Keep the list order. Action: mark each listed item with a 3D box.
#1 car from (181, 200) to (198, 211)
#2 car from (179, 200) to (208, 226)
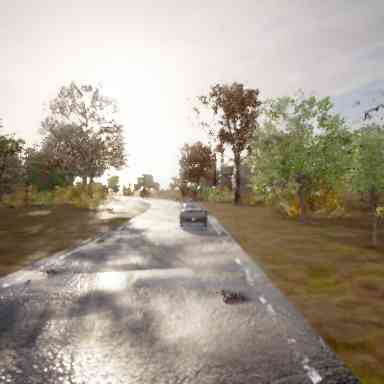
[{"bbox_3d":[-0.419,1.656,41.843,1.895,1.301,4.718,0,0,-3],"label":"car"},{"bbox_3d":[0.091,1.526,23.392,2.128,1.511,4.902,0,0,0],"label":"car"}]
